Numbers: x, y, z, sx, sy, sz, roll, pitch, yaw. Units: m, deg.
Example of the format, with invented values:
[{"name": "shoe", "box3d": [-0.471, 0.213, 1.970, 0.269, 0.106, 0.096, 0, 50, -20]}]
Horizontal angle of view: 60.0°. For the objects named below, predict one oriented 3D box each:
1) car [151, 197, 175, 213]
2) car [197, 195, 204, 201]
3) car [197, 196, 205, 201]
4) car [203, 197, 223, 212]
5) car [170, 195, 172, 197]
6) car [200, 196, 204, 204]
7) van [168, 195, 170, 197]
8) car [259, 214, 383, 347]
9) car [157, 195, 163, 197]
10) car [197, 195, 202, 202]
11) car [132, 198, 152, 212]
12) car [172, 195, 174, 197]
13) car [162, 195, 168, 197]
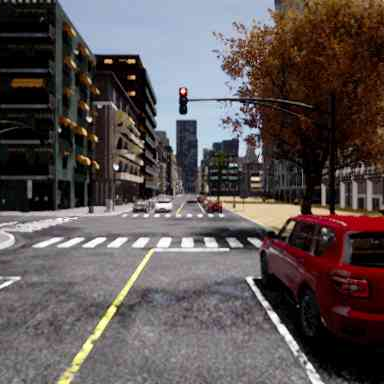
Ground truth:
[{"name": "car", "box3d": [-3.125, 1.565, 37.508, 1.812, 1.442, 4.674, 0, 0, 0]}, {"name": "car", "box3d": [2.372, 1.683, 94.022, 2.008, 1.369, 4.403, 0, 0, 0]}, {"name": "car", "box3d": [2.391, 1.664, 88.490, 1.887, 1.381, 4.507, 0, 0, 0]}, {"name": "car", "box3d": [2.560, 1.576, 38.696, 1.887, 1.381, 4.507, 0, 0, 0]}, {"name": "car", "box3d": [-5.932, 1.667, 71.863, 1.802, 1.307, 4.206, 0, 0, 0]}, {"name": "car", "box3d": [2.522, 1.572, 49.931, 1.752, 1.417, 4.829, 0, 0, 0]}, {"name": "van", "box3d": [-5.914, 1.416, 66.332, 1.690, 1.788, 3.998, 0, 0, 0]}, {"name": "car", "box3d": [2.671, 1.318, 6.308, 2.192, 1.841, 5.009, 0, 0, 0]}, {"name": "car", "box3d": [-5.858, 1.597, 49.733, 2.008, 1.369, 4.403, 0, 0, 0]}, {"name": "car", "box3d": [2.466, 1.657, 66.358, 1.802, 1.307, 4.206, 0, 0, 0]}, {"name": "car", "box3d": [-5.820, 1.582, 38.668, 2.008, 1.369, 4.403, 0, 0, 0]}, {"name": "car", "box3d": [-5.970, 1.547, 82.929, 1.967, 1.590, 4.097, 0, 0, 0]}, {"name": "car", "box3d": [-5.895, 1.505, 60.799, 1.967, 1.590, 4.097, 0, 0, 0]}]
